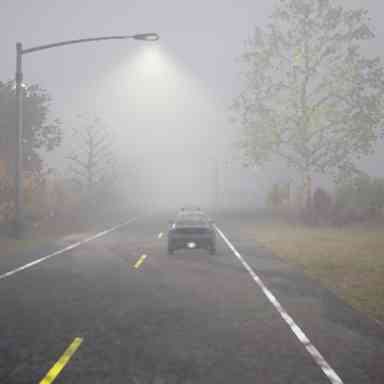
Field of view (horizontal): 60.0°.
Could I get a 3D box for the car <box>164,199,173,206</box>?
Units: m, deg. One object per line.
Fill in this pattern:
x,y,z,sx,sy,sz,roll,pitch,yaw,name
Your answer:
-5.130,2.204,72.315,2.128,1.511,4.902,0,0,-8,car

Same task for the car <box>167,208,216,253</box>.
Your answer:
-0.018,1.651,14.305,1.837,1.490,4.892,0,0,0,car

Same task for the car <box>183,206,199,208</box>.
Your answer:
-0.086,1.891,29.111,1.895,1.301,4.718,0,-1,0,car
